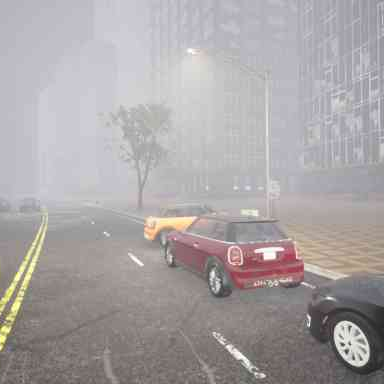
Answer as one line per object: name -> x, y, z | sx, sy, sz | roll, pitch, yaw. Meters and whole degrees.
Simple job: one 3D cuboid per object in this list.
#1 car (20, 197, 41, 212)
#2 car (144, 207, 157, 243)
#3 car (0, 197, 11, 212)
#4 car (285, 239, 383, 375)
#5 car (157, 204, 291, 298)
car -> -19.109, 1.392, 39.331 | 2.097, 1.767, 4.553 | 0, 0, -24
car -> 0.226, 1.277, 14.628 | 4.553, 1.767, 2.097 | -3, 1, -18
car -> -22.069, 1.389, 37.989 | 2.097, 1.767, 4.553 | 0, 0, -24
car -> 3.584, 1.505, 3.473 | 1.837, 1.490, 4.892 | 0, 0, -36
car -> 0.812, 1.355, 8.925 | 2.097, 1.767, 4.553 | 0, 0, -23
